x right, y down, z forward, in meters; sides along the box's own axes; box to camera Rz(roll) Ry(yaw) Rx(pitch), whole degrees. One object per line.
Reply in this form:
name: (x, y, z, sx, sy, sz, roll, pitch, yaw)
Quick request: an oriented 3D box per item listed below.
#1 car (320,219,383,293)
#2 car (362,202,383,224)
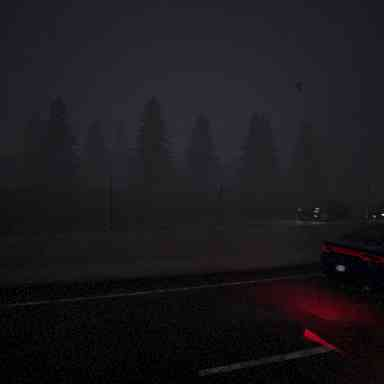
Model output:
car: (5.488, 1.478, 8.102, 5.008, 1.535, 1.882, 0, 0, -22)
car: (15.015, 1.505, 24.962, 4.892, 1.490, 1.837, 0, 0, -32)
